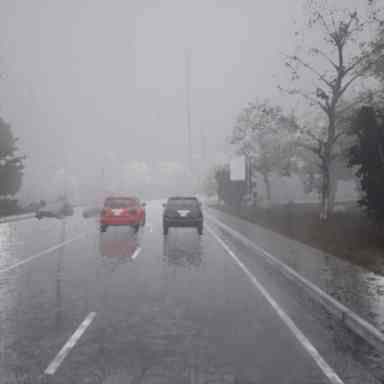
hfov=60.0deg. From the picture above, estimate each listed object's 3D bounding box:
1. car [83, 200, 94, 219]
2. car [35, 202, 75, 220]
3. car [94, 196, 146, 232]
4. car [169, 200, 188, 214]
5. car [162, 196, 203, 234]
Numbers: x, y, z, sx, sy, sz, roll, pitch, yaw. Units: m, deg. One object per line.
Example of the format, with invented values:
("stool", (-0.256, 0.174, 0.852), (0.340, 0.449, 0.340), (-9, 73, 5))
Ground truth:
("car", (-8.317, 1.420, 30.005), (2.097, 1.767, 4.553), (0, 0, -3))
("car", (-11.773, 1.618, 28.997), (2.033, 1.411, 5.357), (0, 0, -3))
("car", (-4.112, 1.257, 20.399), (2.150, 2.045, 5.566), (0, 0, -3))
("car", (-1.509, 1.653, 37.360), (1.994, 1.385, 4.181), (0, 0, -3))
("car", (-0.564, 1.249, 19.535), (2.150, 2.045, 5.566), (0, 0, -3))
